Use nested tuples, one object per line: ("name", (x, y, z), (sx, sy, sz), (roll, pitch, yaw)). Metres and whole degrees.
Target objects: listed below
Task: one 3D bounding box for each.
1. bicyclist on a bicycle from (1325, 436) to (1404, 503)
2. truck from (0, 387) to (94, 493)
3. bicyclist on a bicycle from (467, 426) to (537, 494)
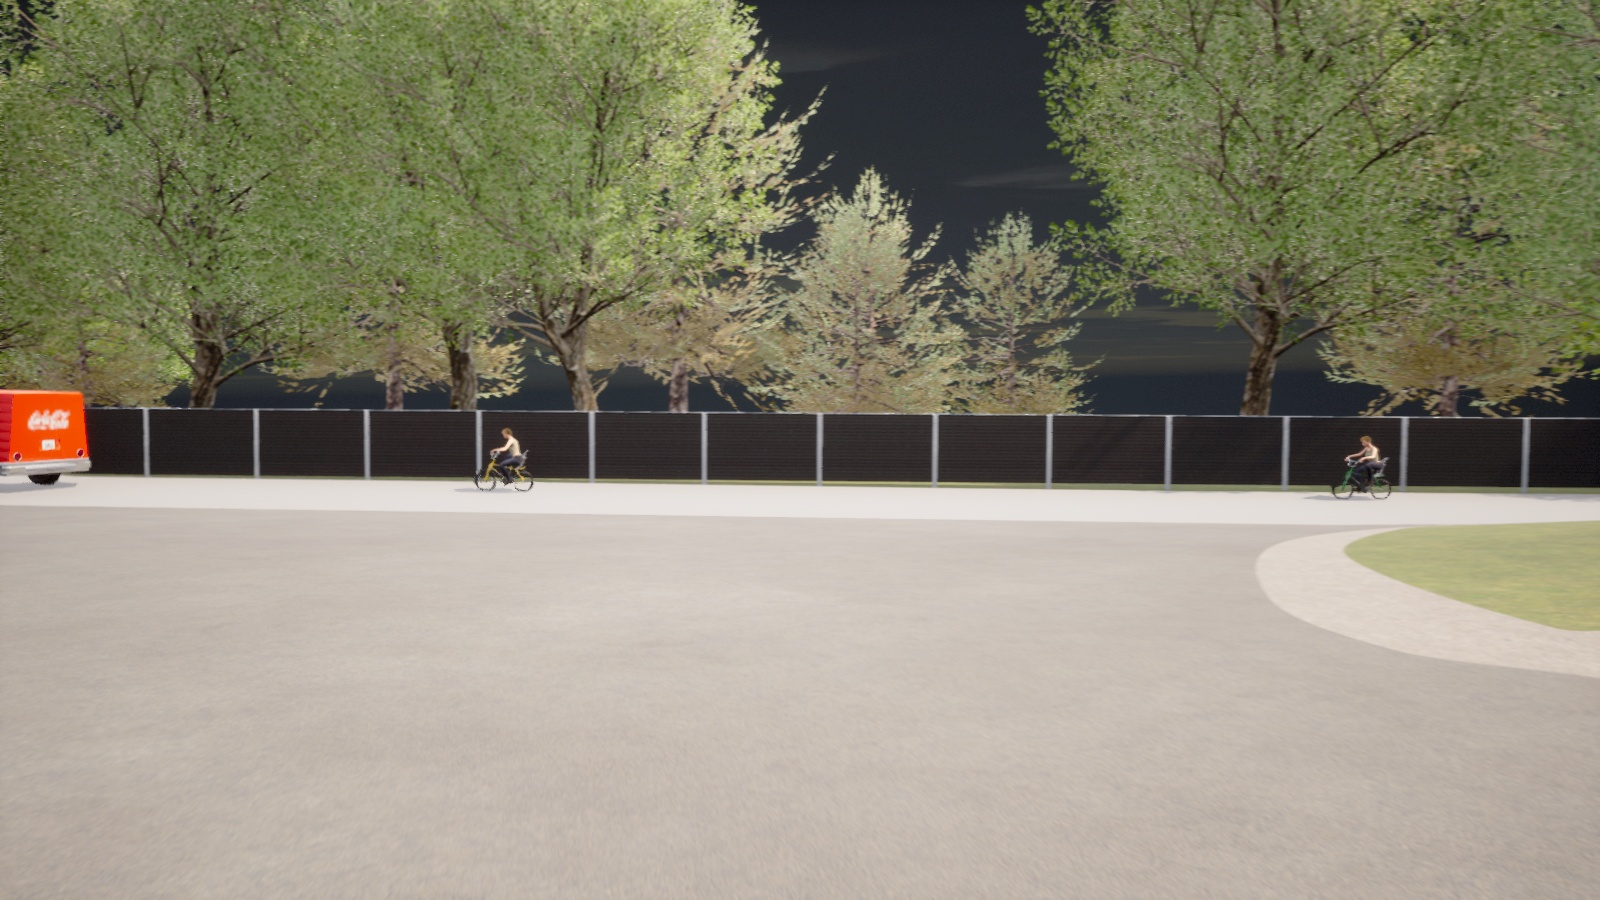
("bicyclist on a bicycle", (14.008, 0.480, 31.198), (1.509, 1.612, 0.866), (0, 3, -2))
("truck", (-20.980, -0.352, 31.651), (5.204, 2.467, 2.627), (2, 3, 16))
("bicyclist on a bicycle", (-7.431, 0.234, 31.397), (1.509, 1.612, 0.866), (1, 3, 4))
